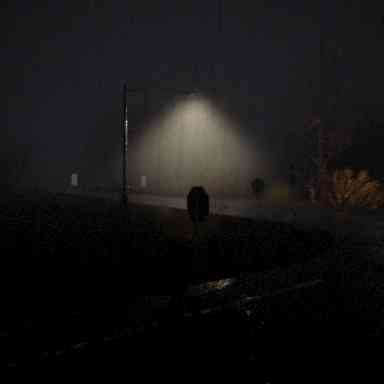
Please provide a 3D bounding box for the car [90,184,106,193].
[{"bbox_3d":[-16.941,-0.708,60.223,1.882,1.535,5.008,0,2,-35],"label":"car"}]

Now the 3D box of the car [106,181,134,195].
[{"bbox_3d":[-10.924,-0.630,51.739,2.150,2.045,5.566,0,2,-35],"label":"car"}]
